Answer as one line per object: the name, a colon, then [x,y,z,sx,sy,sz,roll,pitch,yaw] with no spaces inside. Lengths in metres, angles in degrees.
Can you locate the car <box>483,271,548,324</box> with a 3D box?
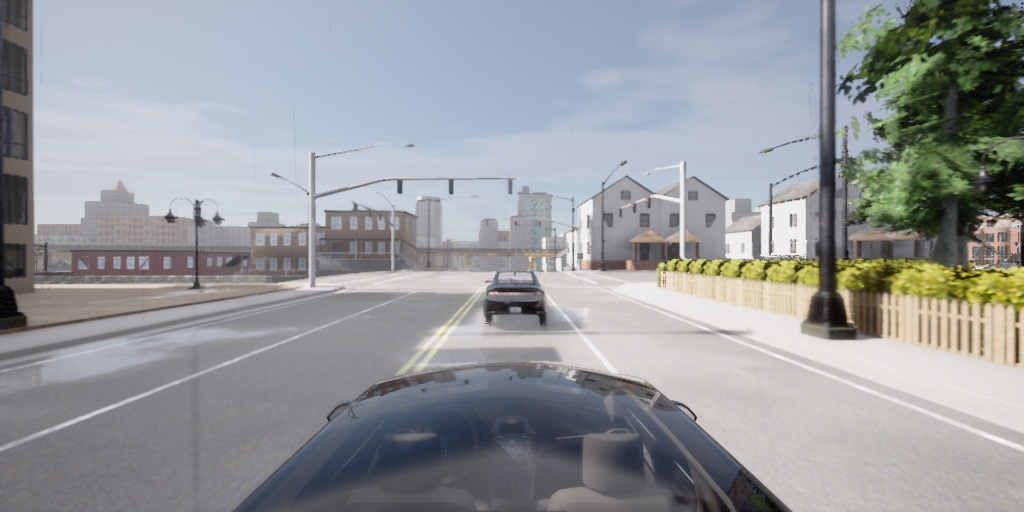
car: [0.098,1.226,11.975,2.128,1.511,4.902,0,0,0]

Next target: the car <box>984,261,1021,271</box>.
car: [49.201,1.228,35.124,4.674,1.442,1.812,0,0,0]

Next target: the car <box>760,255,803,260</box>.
car: [25.490,0.923,34.866,5.566,2.045,2.150,0,0,-1]
